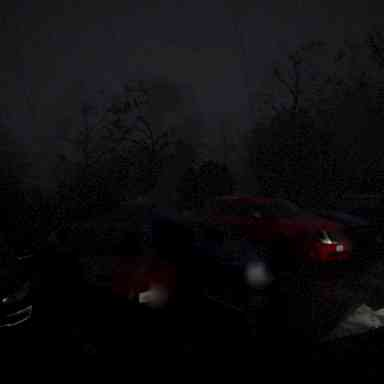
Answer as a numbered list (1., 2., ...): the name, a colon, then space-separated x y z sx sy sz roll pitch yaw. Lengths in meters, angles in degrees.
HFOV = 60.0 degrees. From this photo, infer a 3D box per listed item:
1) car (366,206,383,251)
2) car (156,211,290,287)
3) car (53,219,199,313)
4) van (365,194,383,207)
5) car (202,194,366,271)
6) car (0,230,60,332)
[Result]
1. car: 4.708 1.411 12.935 2.097 1.535 5.008 0 0 -35
2. car: 0.112 1.477 9.634 2.163 1.488 4.792 0 0 -35
3. car: -2.188 1.493 7.996 2.163 1.488 4.792 0 0 -35
4. van: 9.479 1.082 16.191 1.878 1.987 4.442 -2 1 -35
5. car: 2.410 1.179 11.272 2.435 2.045 5.566 0 0 -35
6. car: -4.408 1.480 6.461 2.231 1.521 4.892 0 0 -35
